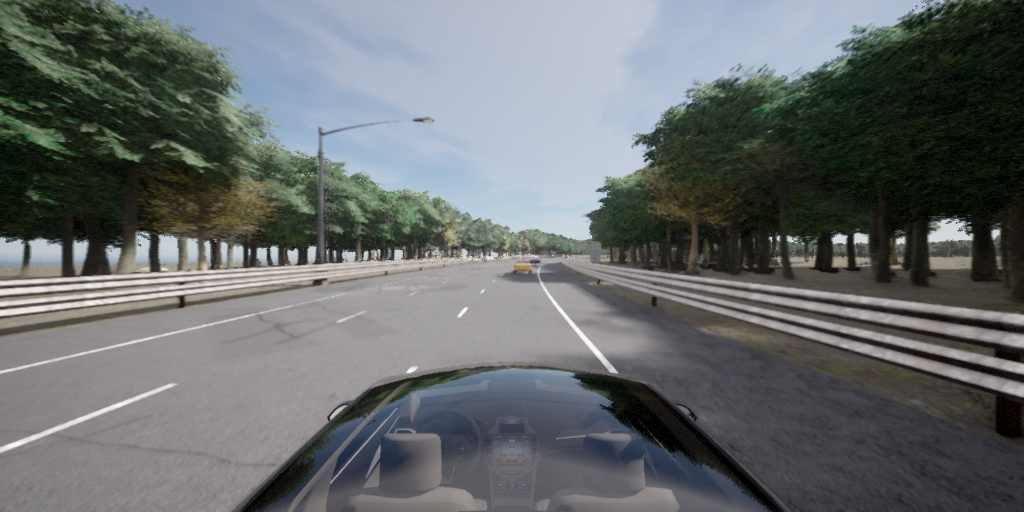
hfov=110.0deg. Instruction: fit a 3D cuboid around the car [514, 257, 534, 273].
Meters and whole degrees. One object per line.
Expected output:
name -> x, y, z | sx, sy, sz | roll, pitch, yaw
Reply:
car -> 1.202, 1.016, 39.000 | 1.801, 1.575, 5.366 | 0, 0, 4
